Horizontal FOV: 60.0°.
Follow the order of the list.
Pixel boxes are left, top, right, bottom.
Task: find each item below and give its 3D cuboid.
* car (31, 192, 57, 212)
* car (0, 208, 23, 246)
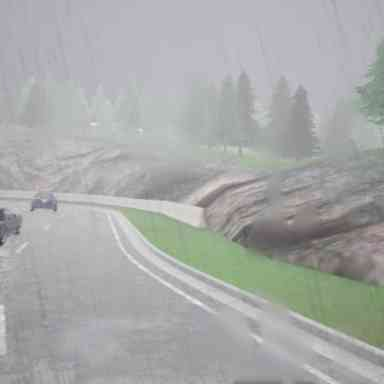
[{"bbox_3d":[-13.363,0.773,30.124,2.097,1.767,4.553,3,0,-24],"label":"car"},{"bbox_3d":[-8.023,1.241,13.094,1.895,1.301,4.718,3,0,-18],"label":"car"}]
